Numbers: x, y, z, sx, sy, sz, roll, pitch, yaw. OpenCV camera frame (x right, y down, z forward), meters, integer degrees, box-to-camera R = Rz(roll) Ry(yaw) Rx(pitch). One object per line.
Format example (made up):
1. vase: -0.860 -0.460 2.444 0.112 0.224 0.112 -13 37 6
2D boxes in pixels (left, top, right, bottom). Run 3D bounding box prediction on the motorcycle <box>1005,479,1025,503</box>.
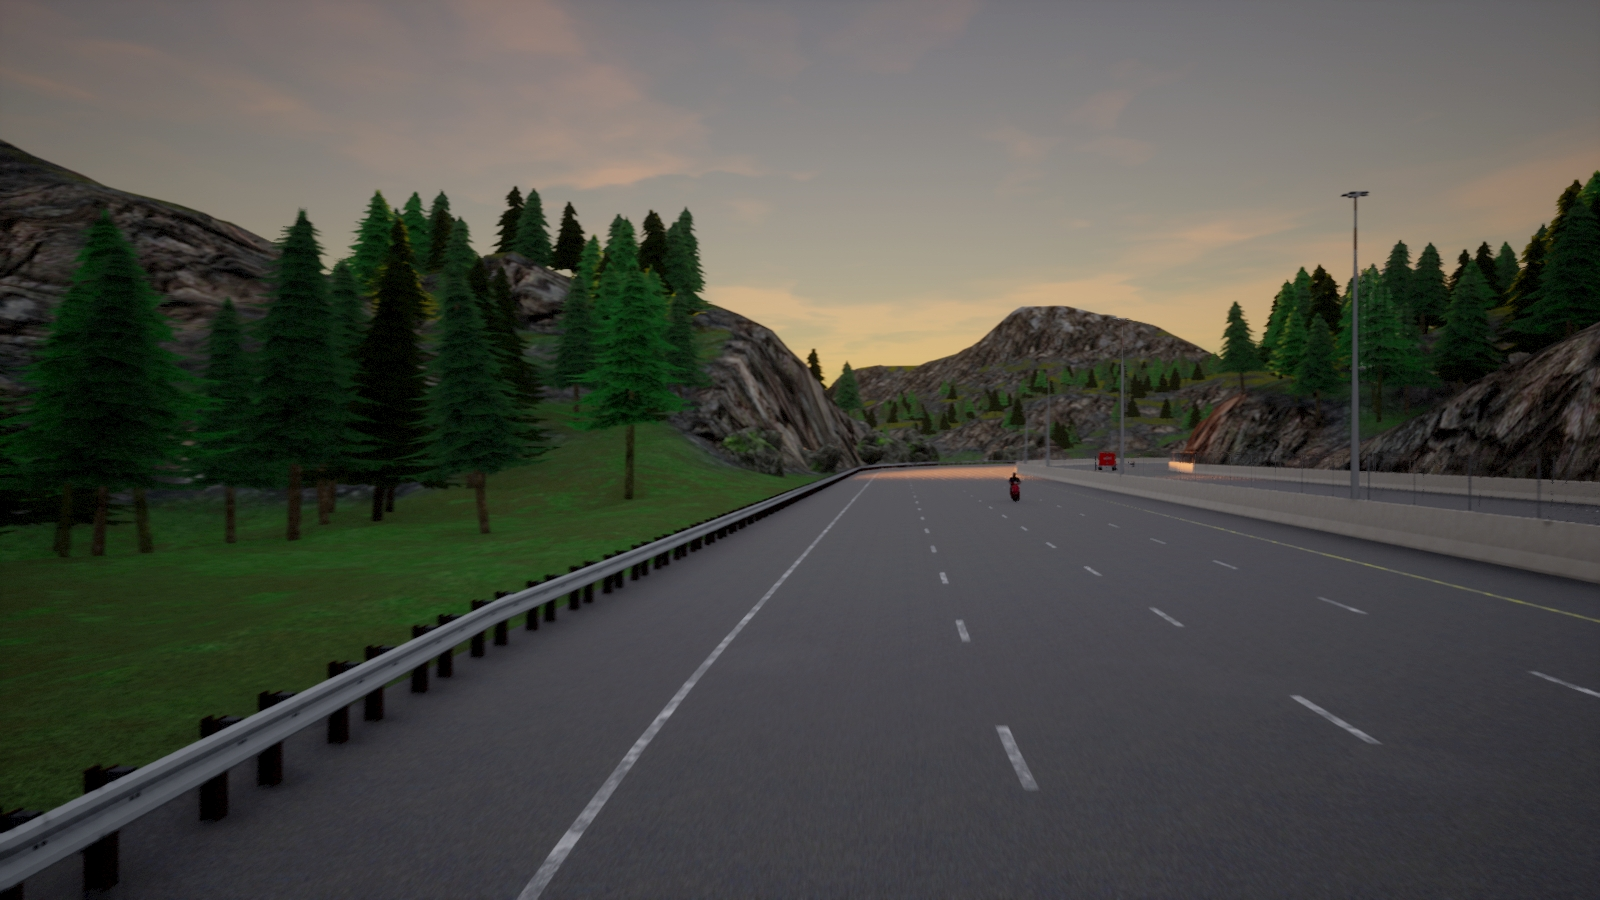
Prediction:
1. motorcycle: 11.578 2.198 61.618 0.856 1.236 1.805 0 0 5
